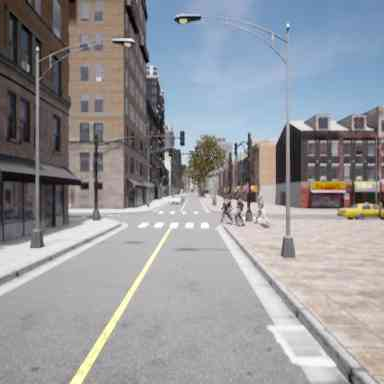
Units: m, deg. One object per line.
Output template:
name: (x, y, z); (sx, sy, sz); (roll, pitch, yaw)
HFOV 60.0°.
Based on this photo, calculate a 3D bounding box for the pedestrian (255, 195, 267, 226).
pedestrian: (4.133, 1.079, 19.958); (0.375, 1.860, 0.375); (0, 0, 0)

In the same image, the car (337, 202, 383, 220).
car: (13.987, 1.512, 26.098); (4.829, 1.417, 1.752); (0, -1, 0)

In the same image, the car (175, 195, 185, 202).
car: (-2.493, 1.278, 69.564); (2.033, 1.411, 5.357); (0, 0, 0)

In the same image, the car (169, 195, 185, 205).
car: (-2.627, 1.322, 54.139); (1.812, 1.442, 4.674); (0, 0, 1)

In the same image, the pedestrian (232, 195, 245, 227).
pedestrian: (2.716, 1.081, 19.363); (0.375, 1.860, 0.375); (0, 0, 0)

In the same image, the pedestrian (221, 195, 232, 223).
pedestrian: (2.142, 1.074, 20.566); (0.375, 1.860, 0.375); (0, 0, 0)
